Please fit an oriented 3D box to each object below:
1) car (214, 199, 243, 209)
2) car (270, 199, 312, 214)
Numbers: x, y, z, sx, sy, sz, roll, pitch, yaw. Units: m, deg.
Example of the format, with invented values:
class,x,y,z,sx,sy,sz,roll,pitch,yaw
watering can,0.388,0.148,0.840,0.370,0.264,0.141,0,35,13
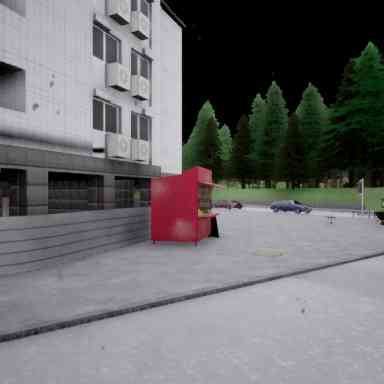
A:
class,x,y,z,sx,sy,sz,roll,pitch,yaw
car,4.756,1.564,43.783,1.994,1.385,4.181,0,0,-35
car,10.543,1.526,35.685,1.812,1.442,4.674,0,0,-36
